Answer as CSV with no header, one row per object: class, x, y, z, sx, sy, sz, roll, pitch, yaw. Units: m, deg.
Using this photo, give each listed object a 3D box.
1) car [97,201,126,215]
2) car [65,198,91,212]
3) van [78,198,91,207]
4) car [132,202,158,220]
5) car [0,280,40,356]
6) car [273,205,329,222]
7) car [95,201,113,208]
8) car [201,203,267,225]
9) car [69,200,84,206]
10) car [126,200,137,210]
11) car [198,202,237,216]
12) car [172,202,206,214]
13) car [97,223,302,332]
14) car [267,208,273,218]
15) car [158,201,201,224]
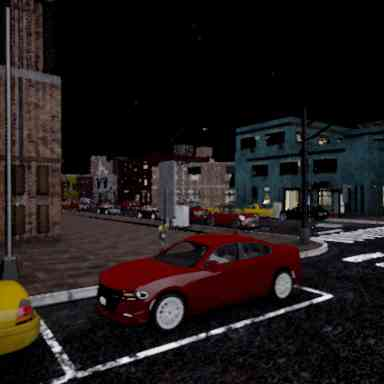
car,-10.544,2.112,42.025,2.008,1.369,4.403,-1,0,-37
car,-17.277,2.011,51.112,2.192,1.841,5.009,-1,0,-37
van,-24.007,2.262,74.231,1.690,1.788,3.998,-1,0,-37
car,-3.815,1.977,32.937,2.008,1.369,4.403,-1,0,-37
car,-4.296,1.521,3.499,4.829,1.417,1.752,0,-1,-35
car,9.641,1.813,28.793,1.947,1.339,4.313,-1,0,-37
car,-17.273,2.368,65.143,1.802,1.307,4.206,-1,0,-37
car,2.912,1.732,23.850,1.967,1.590,4.097,-1,0,-37
car,-27.366,2.533,78.775,1.887,1.381,4.507,-1,0,-37
car,-10.548,2.091,56.055,1.967,1.590,4.097,-1,0,-37
car,2.810,1.909,38.017,1.752,1.417,4.829,-1,0,-37
car,-0.453,2.000,42.424,2.008,1.369,4.403,-1,0,-37
car,0.357,1.559,6.816,4.507,1.381,1.887,0,-1,-35
car,6.174,1.842,33.473,1.752,1.417,4.829,-1,0,-37
car,-0.455,1.674,28.393,2.192,1.841,5.009,-1,0,-37
